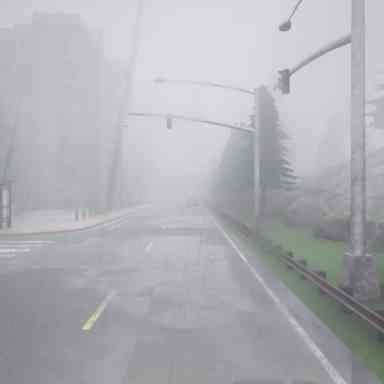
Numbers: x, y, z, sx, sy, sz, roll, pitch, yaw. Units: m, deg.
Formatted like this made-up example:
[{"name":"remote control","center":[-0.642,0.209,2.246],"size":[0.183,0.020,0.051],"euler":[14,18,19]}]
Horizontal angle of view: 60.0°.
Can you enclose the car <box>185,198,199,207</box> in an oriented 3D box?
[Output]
[{"name":"car","center":[0.019,1.560,50.591],"size":[1.994,1.385,4.181],"euler":[0,0,0]}]
